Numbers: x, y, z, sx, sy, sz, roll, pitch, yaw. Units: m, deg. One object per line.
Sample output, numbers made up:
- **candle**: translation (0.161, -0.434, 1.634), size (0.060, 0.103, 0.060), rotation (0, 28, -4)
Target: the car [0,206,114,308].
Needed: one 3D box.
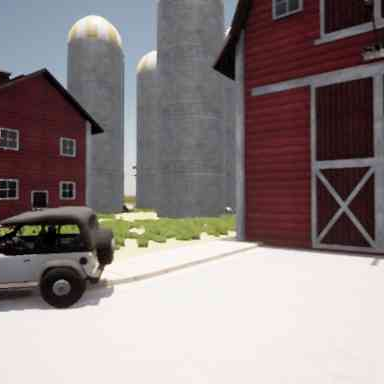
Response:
- **car**: translation (-3.717, 1.347, 7.343), size (3.866, 1.878, 1.905), rotation (-2, 5, -7)
